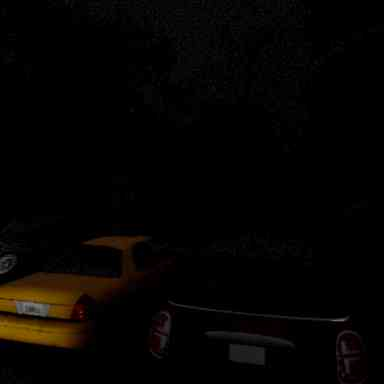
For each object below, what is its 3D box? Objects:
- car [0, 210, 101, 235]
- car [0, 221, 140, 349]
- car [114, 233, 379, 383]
[{"bbox_3d":[-3.722,1.384,8.294,2.185,1.767,4.553,0,-1,17],"label":"car"},{"bbox_3d":[-1.301,1.500,6.688,1.946,1.575,5.366,0,-1,16],"label":"car"},{"bbox_3d":[1.035,1.366,4.740,2.185,1.767,4.553,0,-1,16],"label":"car"}]
